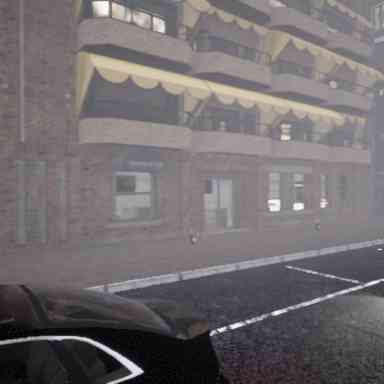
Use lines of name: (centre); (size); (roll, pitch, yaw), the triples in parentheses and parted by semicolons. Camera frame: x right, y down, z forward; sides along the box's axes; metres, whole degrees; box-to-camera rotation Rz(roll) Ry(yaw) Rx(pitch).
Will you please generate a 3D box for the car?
car: (-1.969, 1.505, 1.970); (4.892, 1.490, 1.837); (1, 0, -35)
